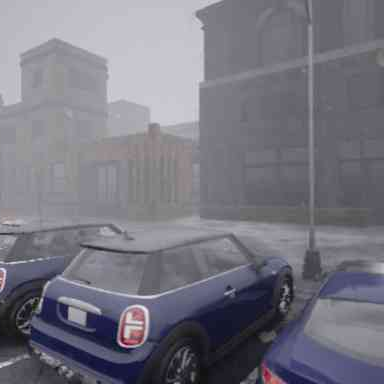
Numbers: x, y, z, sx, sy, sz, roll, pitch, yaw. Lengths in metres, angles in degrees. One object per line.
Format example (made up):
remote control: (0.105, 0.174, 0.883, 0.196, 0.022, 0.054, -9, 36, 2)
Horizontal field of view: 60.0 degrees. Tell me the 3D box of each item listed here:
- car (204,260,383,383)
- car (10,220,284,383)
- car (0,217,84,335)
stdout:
car: (2.274, 1.520, 3.730, 2.002, 1.452, 4.674, 0, 0, 35)
car: (-0.007, 1.356, 5.318, 2.185, 1.767, 4.553, 0, 0, 35)
car: (-2.272, 1.357, 6.930, 2.185, 1.767, 4.553, 0, 0, 35)
